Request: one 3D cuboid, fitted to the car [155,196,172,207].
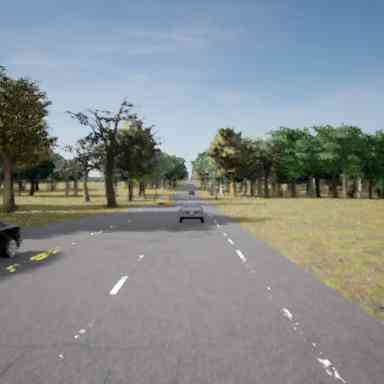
[{"bbox_3d":[-3.986,1.376,47.841,1.882,1.535,5.008,0,0,4],"label":"car"}]

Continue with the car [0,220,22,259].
[{"bbox_3d":[-6.999,1.480,9.768,1.882,1.535,5.008,0,0,0],"label":"car"}]

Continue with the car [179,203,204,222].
[{"bbox_3d":[-0.030,1.521,25.849,2.033,1.411,5.357,0,0,0],"label":"car"}]
